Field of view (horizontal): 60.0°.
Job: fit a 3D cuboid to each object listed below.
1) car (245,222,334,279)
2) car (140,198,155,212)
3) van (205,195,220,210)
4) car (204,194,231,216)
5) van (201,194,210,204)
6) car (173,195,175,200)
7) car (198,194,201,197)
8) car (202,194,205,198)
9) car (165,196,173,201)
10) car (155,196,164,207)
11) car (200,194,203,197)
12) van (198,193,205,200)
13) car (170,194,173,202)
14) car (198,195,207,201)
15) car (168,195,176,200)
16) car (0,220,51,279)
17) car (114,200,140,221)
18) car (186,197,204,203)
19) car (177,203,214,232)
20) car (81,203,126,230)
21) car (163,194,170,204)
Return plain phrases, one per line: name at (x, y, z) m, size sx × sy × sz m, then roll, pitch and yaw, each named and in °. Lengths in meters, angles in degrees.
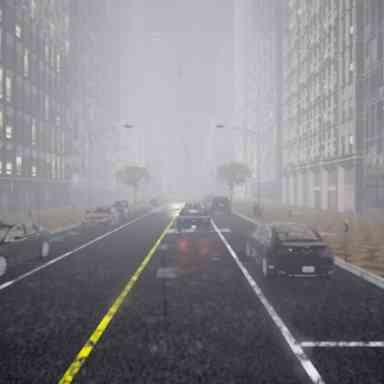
car at (2.681, 1.551, 9.857) m, size 2.008 × 1.369 × 4.403 m, roll -1°, pitch 0°, yaw 0°
car at (-5.707, 1.524, 38.104) m, size 1.752 × 1.417 × 4.829 m, roll -1°, pitch 0°, yaw 0°
van at (2.670, 1.340, 43.960) m, size 1.690 × 1.788 × 3.998 m, roll -1°, pitch 0°, yaw 0°
car at (2.672, 1.314, 32.592) m, size 2.192 × 1.841 × 5.009 m, roll -1°, pitch 0°, yaw 0°
van at (2.664, 1.336, 66.694) m, size 1.690 × 1.788 × 3.998 m, roll -1°, pitch 0°, yaw 0°
car at (-5.719, 1.306, 78.059) m, size 2.192 × 1.841 × 5.009 m, roll -1°, pitch 0°, yaw 0°
car at (2.666, 1.436, 61.010) m, size 1.967 × 1.590 × 4.097 m, roll -1°, pitch 0°, yaw 0°
car at (2.671, 1.314, 38.276) m, size 2.192 × 1.841 × 5.009 m, roll -1°, pitch 0°, yaw 0°
car at (-5.719, 1.572, 83.743) m, size 1.802 × 1.307 × 4.206 m, roll -1°, pitch 0°, yaw 0°
car at (-5.710, 1.563, 49.641) m, size 1.947 × 1.339 × 4.313 m, roll -1°, pitch 0°, yaw 0°
car at (2.670, 1.438, 49.643) m, size 1.967 × 1.590 × 4.097 m, roll -1°, pitch 0°, yaw 0°
van at (2.657, 1.328, 95.113) m, size 1.690 × 1.788 × 3.998 m, roll -1°, pitch 0°, yaw 0°
car at (-5.716, 1.433, 72.376) m, size 1.967 × 1.590 × 4.097 m, roll -1°, pitch 0°, yaw 0°
car at (2.662, 1.541, 83.745) m, size 2.008 × 1.369 × 4.403 m, roll -1°, pitch 0°, yaw 0°
car at (-5.721, 1.568, 95.111) m, size 1.802 × 1.307 × 4.206 m, roll -1°, pitch 0°, yaw 0°
car at (-5.700, 1.551, 9.855) m, size 2.008 × 1.369 × 4.403 m, roll -1°, pitch 0°, yaw 0°
car at (-5.705, 1.439, 26.906) m, size 1.967 × 1.590 × 4.097 m, roll -1°, pitch 0°, yaw 0°
car at (0.092, 1.600, 38.067) m, size 1.895 × 1.301 × 4.718 m, roll 0°, pitch 0°, yaw 0°
car at (0.097, 1.601, 20.275) m, size 1.895 × 1.301 × 4.718 m, roll 0°, pitch 0°, yaw 0°
car at (-5.703, 1.581, 21.222) m, size 1.802 × 1.307 × 4.206 m, roll -1°, pitch 0°, yaw 0°
car at (-5.713, 1.546, 61.008) m, size 2.008 × 1.369 × 4.403 m, roll -1°, pitch 0°, yaw 0°
